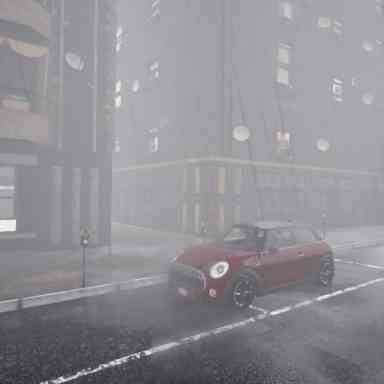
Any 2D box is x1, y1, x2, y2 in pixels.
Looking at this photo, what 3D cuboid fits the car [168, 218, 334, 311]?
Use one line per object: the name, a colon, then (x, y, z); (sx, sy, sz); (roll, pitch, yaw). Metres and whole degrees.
car: (1.445, 1.443, 7.732); (4.097, 1.590, 1.967); (0, 1, -35)
